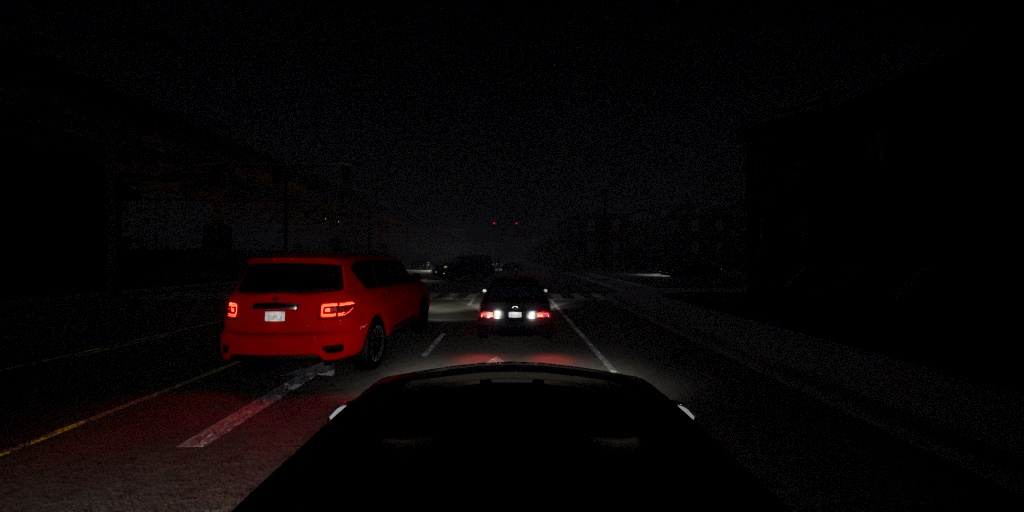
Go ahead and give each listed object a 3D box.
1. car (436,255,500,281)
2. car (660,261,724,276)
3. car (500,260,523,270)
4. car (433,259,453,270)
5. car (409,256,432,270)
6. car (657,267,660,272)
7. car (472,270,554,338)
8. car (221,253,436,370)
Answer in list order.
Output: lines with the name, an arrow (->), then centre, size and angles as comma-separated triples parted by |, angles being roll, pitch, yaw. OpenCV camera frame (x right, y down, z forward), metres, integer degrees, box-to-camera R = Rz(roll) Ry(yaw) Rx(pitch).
car -> -4.106, 0.972, 31.054 | 5.566, 2.045, 2.150 | 0, -1, -40
car -> 18.165, 1.297, 35.898 | 5.357, 1.411, 2.033 | 0, 0, 0
car -> 0.039, 1.351, 46.949 | 1.895, 1.301, 4.718 | 0, 0, -11
car -> -10.563, 1.241, 55.415 | 2.128, 1.511, 4.902 | 0, 0, 0
car -> -14.059, 0.971, 55.623 | 2.150, 2.045, 5.566 | 0, 0, 0
car -> 18.954, 1.297, 39.392 | 5.357, 1.411, 2.033 | 0, 0, 1
car -> 0.085, 1.297, 10.146 | 2.033, 1.411, 5.357 | 0, 0, 0
car -> -3.424, 0.971, 7.893 | 2.150, 2.045, 5.566 | 0, 0, 0
